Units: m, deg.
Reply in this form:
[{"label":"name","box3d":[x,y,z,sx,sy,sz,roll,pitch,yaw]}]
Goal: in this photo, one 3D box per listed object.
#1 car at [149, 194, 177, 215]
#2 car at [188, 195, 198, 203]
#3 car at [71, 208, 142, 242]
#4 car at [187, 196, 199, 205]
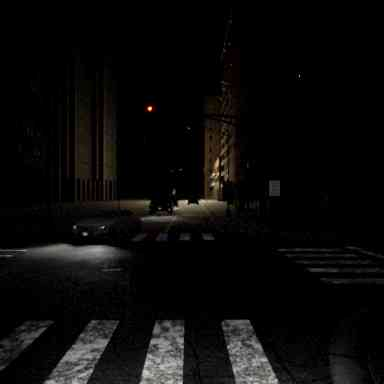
[{"label":"car","box3d":[-3.047,1.221,34.049,2.150,2.045,5.566,0,0,0]},{"label":"car","box3d":[0.208,1.470,67.846,1.882,1.535,5.008,0,0,0]},{"label":"car","box3d":[-4.010,1.525,16.523,1.812,1.442,4.674,0,0,14]},{"label":"car","box3d":[0.196,1.520,57.937,1.812,1.442,4.674,0,0,0]}]
